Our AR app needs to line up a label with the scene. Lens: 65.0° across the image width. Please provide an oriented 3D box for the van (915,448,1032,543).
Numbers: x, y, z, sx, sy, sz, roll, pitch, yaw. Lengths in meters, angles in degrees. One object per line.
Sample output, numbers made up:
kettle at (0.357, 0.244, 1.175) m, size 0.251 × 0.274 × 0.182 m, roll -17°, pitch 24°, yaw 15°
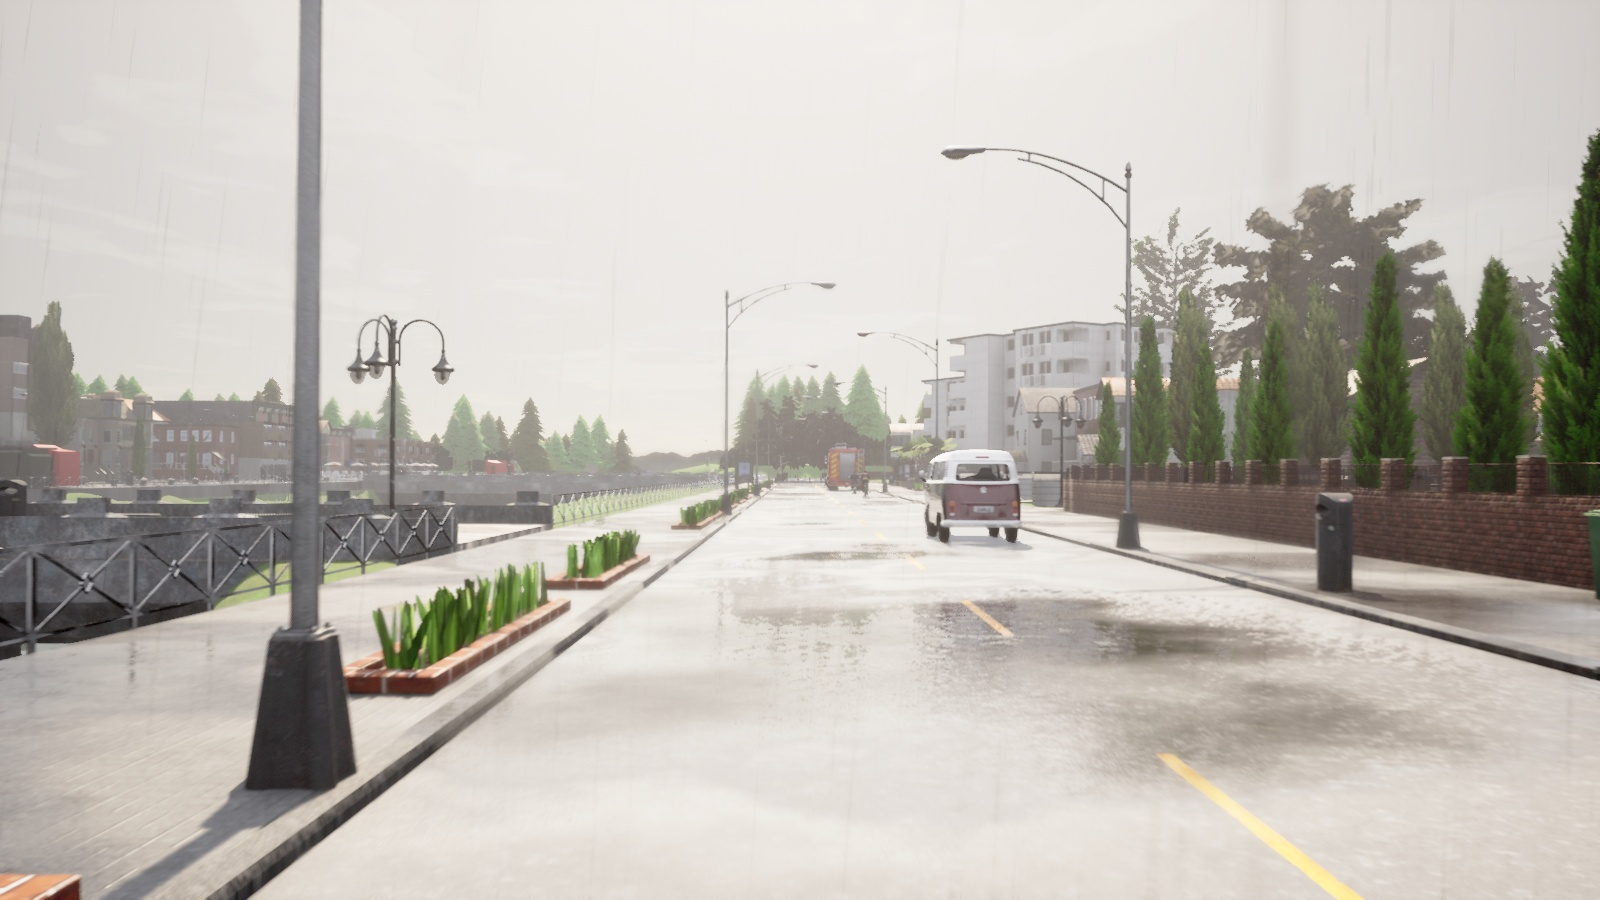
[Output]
van at (3.931, 1.010, 29.151) m, size 2.069 × 2.038 × 4.480 m, roll 0°, pitch -1°, yaw 0°
